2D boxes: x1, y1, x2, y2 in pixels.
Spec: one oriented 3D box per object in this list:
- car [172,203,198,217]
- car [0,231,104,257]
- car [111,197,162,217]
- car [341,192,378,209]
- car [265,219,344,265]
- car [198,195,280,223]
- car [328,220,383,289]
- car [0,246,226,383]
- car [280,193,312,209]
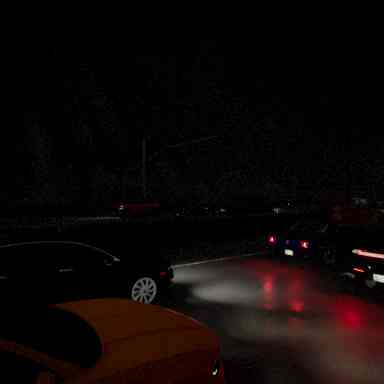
[{"bbox_3d":[0.538,1.549,26.103,4.181,1.385,1.994,0,0,-36],"label":"car"},{"bbox_3d":[-2.620,1.504,6.176,4.892,1.490,1.837,0,0,-36],"label":"car"},{"bbox_3d":[-5.077,1.344,30.658,4.553,1.767,2.097,0,0,-36],"label":"car"},{"bbox_3d":[20.700,1.080,41.016,5.566,2.045,2.150,0,0,-36],"label":"car"},{"bbox_3d":[4.818,1.590,11.652,4.718,1.301,1.895,0,0,-36],"label":"car"},{"bbox_3d":[3.469,1.206,23.916,5.566,2.045,2.150,0,0,-36],"label":"car"},{"bbox_3d":[5.678,1.483,7.946,4.902,1.511,2.128,0,0,-36],"label":"car"},{"bbox_3d":[-1.969,1.477,2.320,5.008,1.535,1.882,0,0,-36],"label":"car"},{"bbox_3d":[13.762,1.098,44.591,5.566,2.045,2.150,0,0,-36],"label":"car"}]
